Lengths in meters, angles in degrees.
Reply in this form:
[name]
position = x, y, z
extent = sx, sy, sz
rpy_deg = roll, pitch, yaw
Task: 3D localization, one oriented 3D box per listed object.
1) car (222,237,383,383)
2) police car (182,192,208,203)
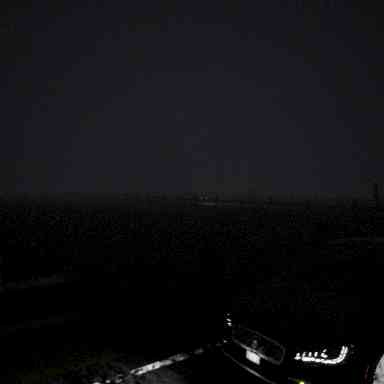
[car]
position = 2.627, 1.502, 4.935
extent = 4.892, 1.490, 1.837
rpy_deg = 0, 0, -35
[police car]
position = 0.461, 0.870, 51.277
extent = 2.038, 1.542, 4.974
rpy_deg = 1, 1, -36
